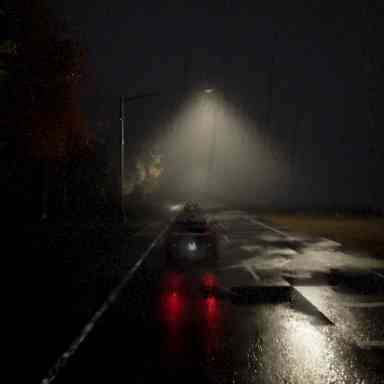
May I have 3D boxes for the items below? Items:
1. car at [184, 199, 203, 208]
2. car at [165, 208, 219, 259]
[{"bbox_3d":[0.004,1.868,40.925,1.994,1.385,4.181,0,0,0],"label":"car"},{"bbox_3d":[0.002,1.595,13.076,2.128,1.511,4.902,0,0,0],"label":"car"}]
